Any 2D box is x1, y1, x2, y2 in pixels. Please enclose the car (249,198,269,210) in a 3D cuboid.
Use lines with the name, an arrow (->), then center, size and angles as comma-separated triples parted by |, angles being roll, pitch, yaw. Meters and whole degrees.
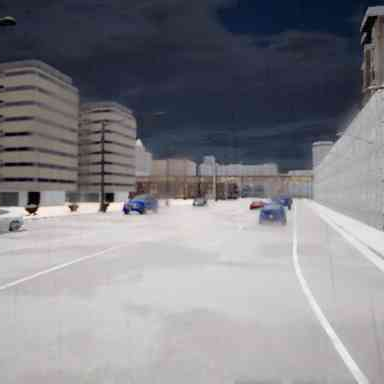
car -> 9.457, 1.897, 47.835 | 1.994, 1.385, 4.181 | 0, -1, 17

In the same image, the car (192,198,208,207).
car -> 1.467, 1.812, 57.841 | 2.128, 1.511, 4.902 | 0, 0, 17

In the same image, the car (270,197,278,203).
car -> 21.180, 2.137, 85.816 | 1.837, 1.490, 4.892 | 0, 0, 17

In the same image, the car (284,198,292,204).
car -> 24.482, 2.199, 84.648 | 2.033, 1.411, 5.357 | 0, 0, 17

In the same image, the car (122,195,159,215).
car -> -5.422, 1.365, 36.015 | 2.150, 2.045, 5.566 | 0, 0, 17

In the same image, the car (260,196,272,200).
car -> 13.491, 1.661, 61.117 | 2.150, 2.045, 5.566 | 0, 0, 17

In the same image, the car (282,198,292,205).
car -> 21.813, 2.144, 76.078 | 1.994, 1.385, 4.181 | 0, 0, 17

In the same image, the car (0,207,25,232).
car -> -11.161, 1.523, 17.727 | 1.812, 1.442, 4.674 | 0, 0, 18

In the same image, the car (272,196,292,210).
car -> 13.836, 1.610, 50.431 | 2.150, 2.045, 5.566 | 0, 0, 17

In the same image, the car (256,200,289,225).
car -> 6.488, 1.674, 26.489 | 1.882, 1.535, 5.008 | 0, 0, 17
